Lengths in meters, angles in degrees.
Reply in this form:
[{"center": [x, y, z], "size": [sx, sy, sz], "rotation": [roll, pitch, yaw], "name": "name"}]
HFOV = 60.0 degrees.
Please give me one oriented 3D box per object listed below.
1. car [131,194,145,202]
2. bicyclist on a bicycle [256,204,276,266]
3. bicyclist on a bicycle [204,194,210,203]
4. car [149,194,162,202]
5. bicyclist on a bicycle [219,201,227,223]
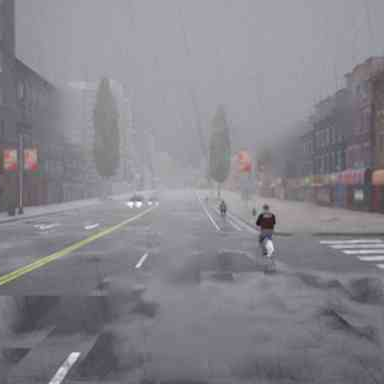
[{"center": [-9.771, 1.058, 59.813], "size": [1.895, 1.301, 4.718], "rotation": [0, 1, 0], "name": "car"}, {"center": [2.225, 1.247, 10.126], "size": [0.659, 1.776, 1.843], "rotation": [-1, 0, 0], "name": "bicyclist on a bicycle"}, {"center": [2.231, 1.072, 49.627], "size": [0.866, 1.612, 1.509], "rotation": [0, 1, 0], "name": "bicyclist on a bicycle"}, {"center": [-6.521, 1.004, 59.843], "size": [2.033, 1.411, 5.357], "rotation": [0, 1, 0], "name": "car"}, {"center": [2.243, 1.446, 23.807], "size": [0.582, 1.620, 1.656], "rotation": [0, 0, 0], "name": "bicyclist on a bicycle"}]
